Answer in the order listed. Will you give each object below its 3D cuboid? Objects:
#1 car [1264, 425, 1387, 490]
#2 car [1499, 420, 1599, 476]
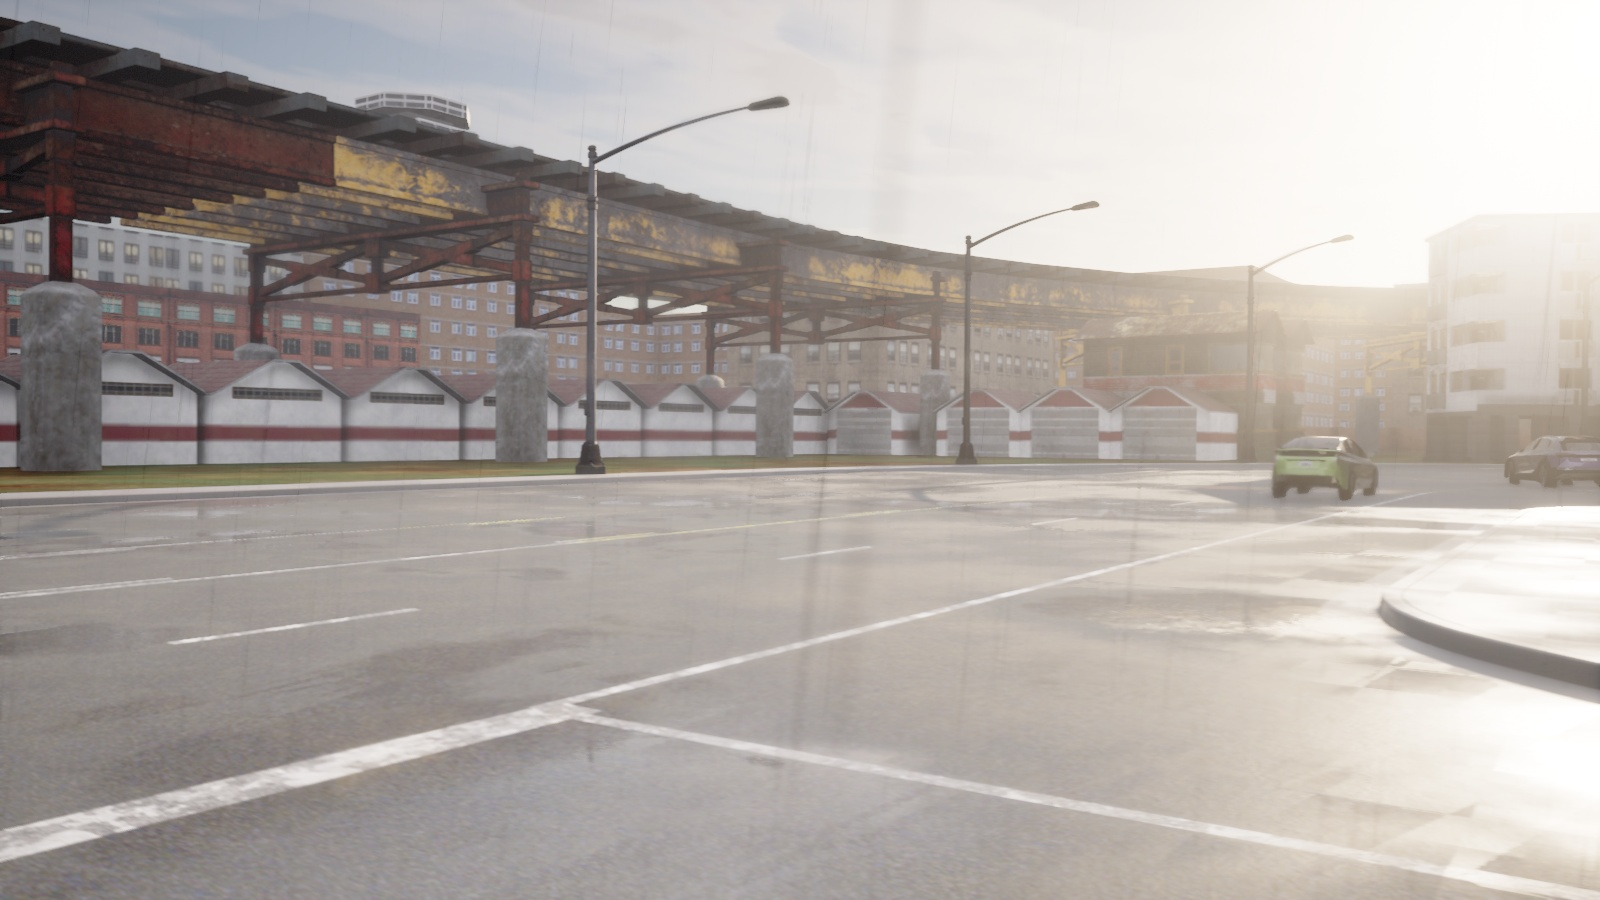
[{"bbox_3d":[13.265,0.137,31.550,2.007,1.525,4.514,0,1,34],"label":"car"},{"bbox_3d":[24.284,-0.103,40.114,2.033,1.649,4.856,-1,1,11],"label":"car"}]
